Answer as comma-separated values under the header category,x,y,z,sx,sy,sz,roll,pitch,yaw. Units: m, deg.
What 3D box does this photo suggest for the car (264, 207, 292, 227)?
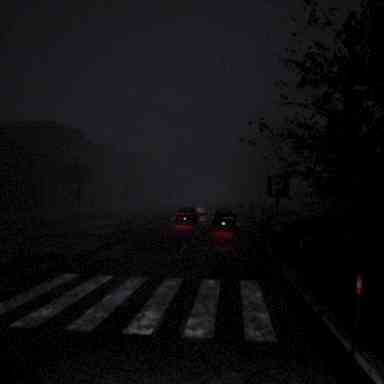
category,x,y,z,sx,sy,sz,roll,pitch,yaw
car,7.556,2.011,22.116,4.892,1.521,2.231,0,-1,6

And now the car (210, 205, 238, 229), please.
category,x,y,z,sx,sy,sz,roll,pitch,yaw
car,2.528,2.071,26.424,1.837,1.490,4.892,0,-1,6

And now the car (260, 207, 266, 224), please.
category,x,y,z,sx,sy,sz,roll,pitch,yaw
car,7.859,2.094,24.848,4.792,1.488,2.163,0,-1,6

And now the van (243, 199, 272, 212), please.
category,x,y,z,sx,sy,sz,roll,pitch,yaw
van,10.810,2.186,55.017,4.442,1.987,1.878,0,0,6

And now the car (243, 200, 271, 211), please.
category,x,y,z,sx,sy,sz,roll,pitch,yaw
car,11.237,2.292,57.740,4.553,1.767,2.185,0,0,6

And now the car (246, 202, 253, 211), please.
category,x,y,z,sx,sy,sz,roll,pitch,yaw
car,9.488,2.339,41.304,4.792,1.488,2.163,0,0,6

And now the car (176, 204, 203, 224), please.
category,x,y,z,sx,sy,sz,roll,pitch,yaw
car,-0.347,2.121,31.129,1.837,1.490,4.892,0,-1,6

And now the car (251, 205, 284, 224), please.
category,x,y,z,sx,sy,sz,roll,pitch,yaw
car,7.928,2.109,27.616,5.366,1.575,1.946,0,-1,6

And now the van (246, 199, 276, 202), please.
category,x,y,z,sx,sy,sz,roll,pitch,yaw
van,10.198,2.137,46.767,4.442,1.987,1.878,0,0,6

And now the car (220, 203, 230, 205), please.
category,x,y,z,sx,sy,sz,roll,pitch,yaw
car,4.600,2.317,46.701,1.882,1.535,5.008,0,0,6

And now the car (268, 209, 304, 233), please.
category,x,y,z,sx,sy,sz,roll,pitch,yaw
car,7.263,1.954,19.379,5.008,1.535,2.097,0,-1,6

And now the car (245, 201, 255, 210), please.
category,x,y,z,sx,sy,sz,roll,pitch,yaw
car,9.828,2.365,44.036,4.792,1.488,2.163,0,-1,6

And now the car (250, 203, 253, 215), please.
category,x,y,z,sx,sy,sz,roll,pitch,yaw
car,8.953,2.280,35.818,4.674,1.452,2.002,0,-1,6

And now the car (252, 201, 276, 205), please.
category,x,y,z,sx,sy,sz,roll,pitch,yaw
car,8.644,2.078,33.076,4.553,1.767,2.185,0,-1,6

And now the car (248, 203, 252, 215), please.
category,x,y,z,sx,sy,sz,roll,pitch,yaw
car,9.239,2.316,38.557,4.674,1.452,2.002,0,-1,6

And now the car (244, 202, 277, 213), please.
category,x,y,z,sx,sy,sz,roll,pitch,yaw
car,10.637,2.401,52.261,4.892,1.521,2.231,0,0,6

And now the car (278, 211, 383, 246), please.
category,x,y,z,sx,sy,sz,roll,pitch,yaw
car,6.981,1.898,16.639,4.892,1.521,2.231,0,-1,6

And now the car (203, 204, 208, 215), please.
category,x,y,z,sx,sy,sz,roll,pitch,yaw
car,1.154,2.327,45.376,1.812,1.442,4.674,0,0,7
